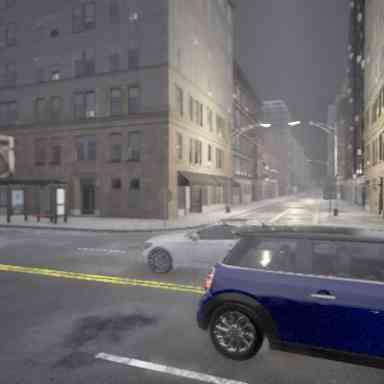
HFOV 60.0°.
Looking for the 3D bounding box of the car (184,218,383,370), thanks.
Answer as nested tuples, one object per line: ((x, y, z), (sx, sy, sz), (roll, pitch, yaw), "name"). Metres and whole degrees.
((2.431, 1.307, 4.712), (4.553, 1.767, 2.097), (0, 1, 21), "car")

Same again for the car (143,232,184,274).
((0.926, 1.449, 8.999), (4.674, 1.442, 1.812), (0, 1, 21), "car")
